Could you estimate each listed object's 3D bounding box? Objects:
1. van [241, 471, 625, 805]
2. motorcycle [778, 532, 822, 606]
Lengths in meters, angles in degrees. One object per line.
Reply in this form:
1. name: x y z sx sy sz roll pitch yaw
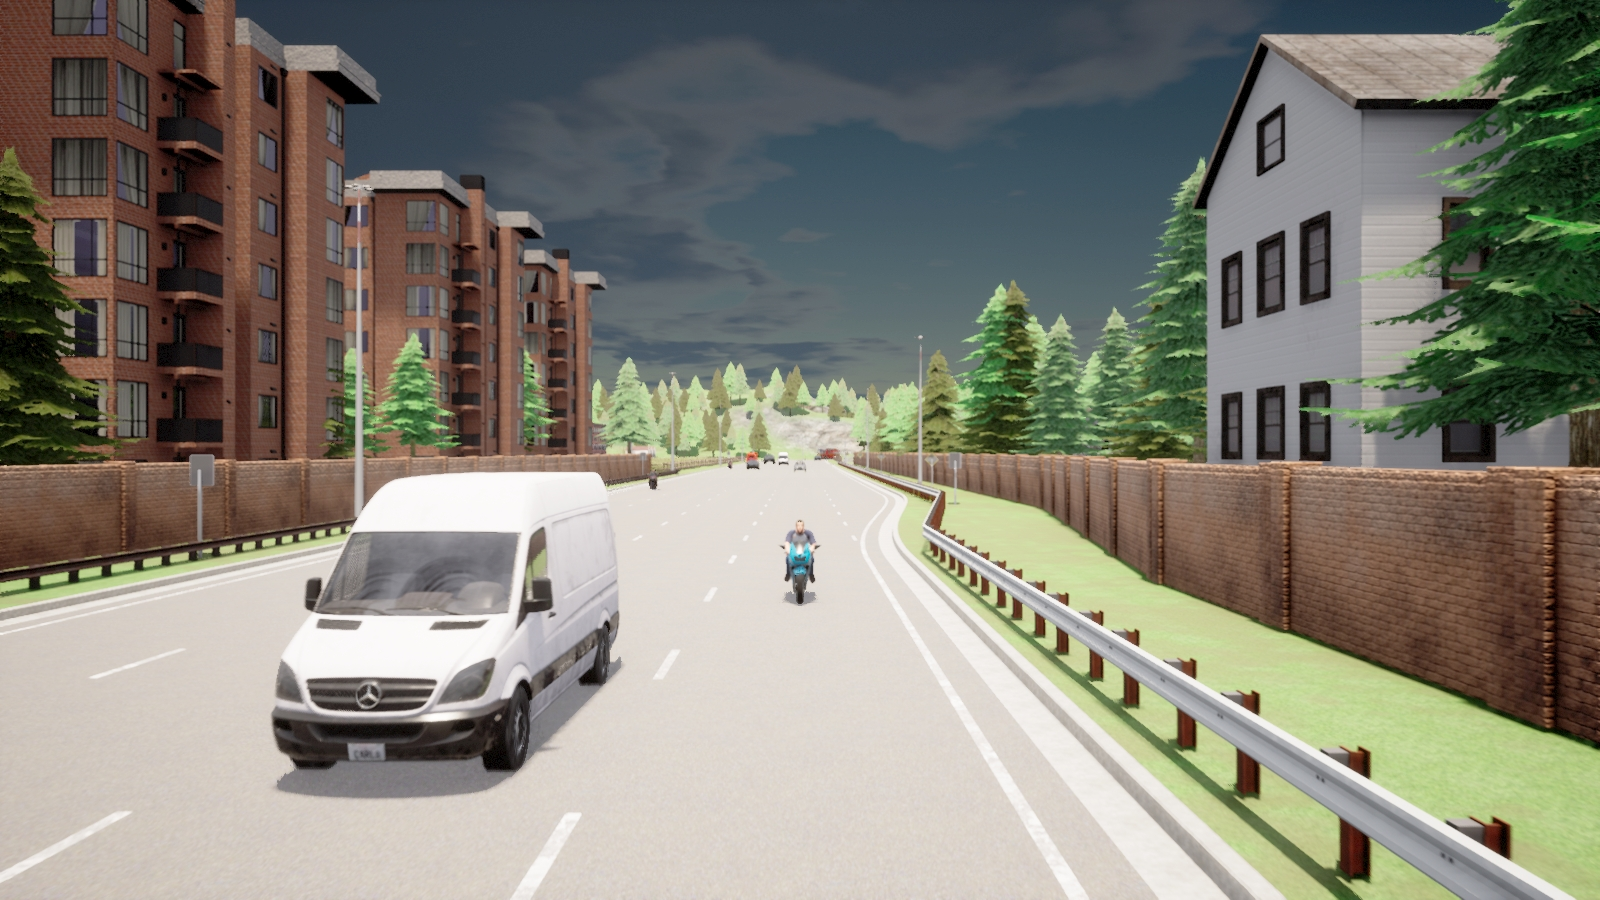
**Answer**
1. van: -3.379 1.550 12.059 1.988 2.561 5.915 0 0 2
2. motorcycle: 0.001 2.211 21.554 0.803 1.199 2.033 0 0 0
